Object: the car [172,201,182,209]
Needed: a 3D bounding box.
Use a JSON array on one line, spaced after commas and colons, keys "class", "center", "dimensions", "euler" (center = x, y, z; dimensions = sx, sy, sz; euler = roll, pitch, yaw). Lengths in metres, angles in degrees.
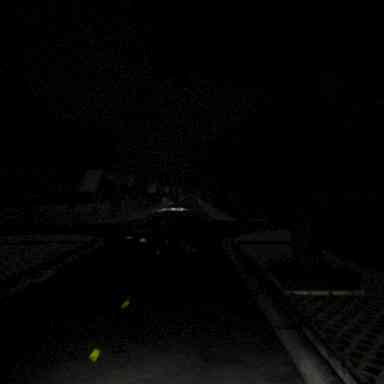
[{"class": "car", "center": [-2.758, 2.366, 61.794], "dimensions": [1.895, 1.301, 4.718], "euler": [0, 0, 0]}]
